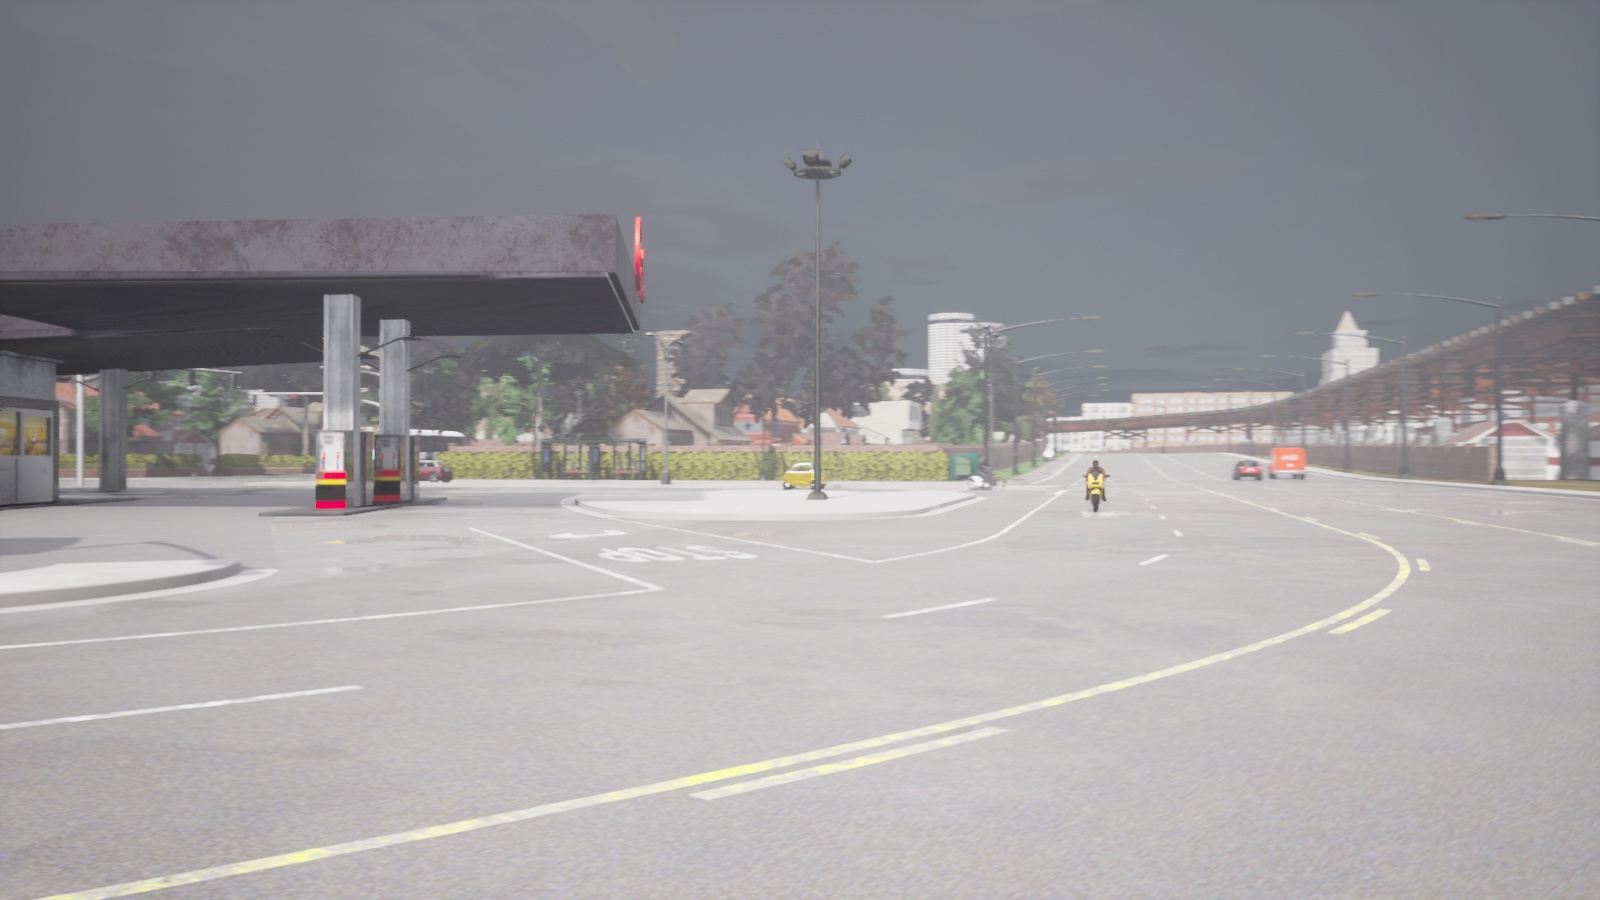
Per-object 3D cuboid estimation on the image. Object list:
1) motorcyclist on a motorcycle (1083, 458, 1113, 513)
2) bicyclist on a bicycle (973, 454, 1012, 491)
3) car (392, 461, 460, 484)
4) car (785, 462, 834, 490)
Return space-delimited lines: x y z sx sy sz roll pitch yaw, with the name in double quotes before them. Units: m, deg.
"motorcyclist on a motorcycle" 8.621 0.998 36.255 0.797 1.523 2.044 0 0 14
"bicyclist on a bicycle" 9.450 1.097 61.756 1.843 1.776 0.659 0 0 14
"car" -24.411 1.494 82.011 3.806 1.475 1.970 0 0 14
"car" 0.480 1.334 63.982 2.207 1.376 1.481 -1 -1 14
